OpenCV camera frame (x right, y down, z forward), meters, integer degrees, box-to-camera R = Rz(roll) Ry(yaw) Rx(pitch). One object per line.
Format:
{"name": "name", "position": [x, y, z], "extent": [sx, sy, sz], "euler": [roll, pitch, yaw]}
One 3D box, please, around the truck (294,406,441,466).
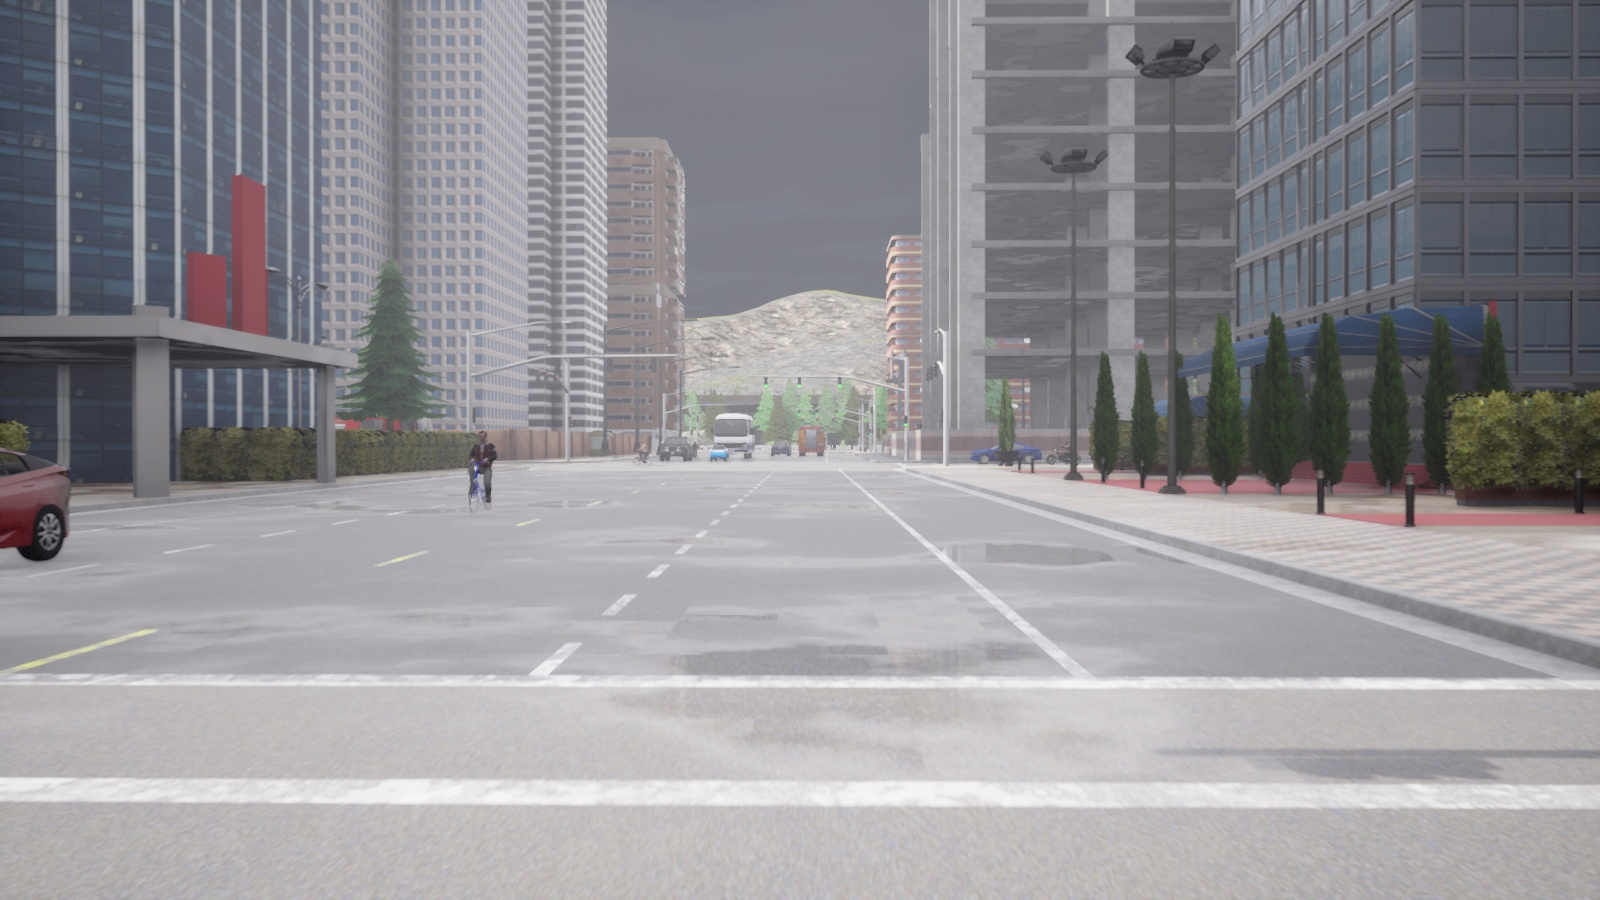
{"name": "truck", "position": [-27.917, -0.899, 81.278], "extent": [8.468, 3.827, 2.891], "euler": [0, 0, 1]}

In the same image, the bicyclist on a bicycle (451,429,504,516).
{"name": "bicyclist on a bicycle", "position": [-6.831, 0.461, 26.682], "extent": [0.659, 1.776, 1.843], "euler": [0, 0, 0]}

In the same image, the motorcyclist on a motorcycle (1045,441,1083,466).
{"name": "motorcyclist on a motorcycle", "position": [17.698, 0.236, 84.225], "extent": [2.350, 1.649, 0.766], "euler": [0, 0, 1]}

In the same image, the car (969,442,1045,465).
{"name": "car", "position": [14.407, 0.241, 87.766], "extent": [5.008, 1.535, 1.882], "euler": [0, 0, 1]}

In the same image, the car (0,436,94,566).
{"name": "car", "position": [-10.402, 0.603, 14.451], "extent": [2.007, 1.525, 4.514], "euler": [0, 0, 0]}
